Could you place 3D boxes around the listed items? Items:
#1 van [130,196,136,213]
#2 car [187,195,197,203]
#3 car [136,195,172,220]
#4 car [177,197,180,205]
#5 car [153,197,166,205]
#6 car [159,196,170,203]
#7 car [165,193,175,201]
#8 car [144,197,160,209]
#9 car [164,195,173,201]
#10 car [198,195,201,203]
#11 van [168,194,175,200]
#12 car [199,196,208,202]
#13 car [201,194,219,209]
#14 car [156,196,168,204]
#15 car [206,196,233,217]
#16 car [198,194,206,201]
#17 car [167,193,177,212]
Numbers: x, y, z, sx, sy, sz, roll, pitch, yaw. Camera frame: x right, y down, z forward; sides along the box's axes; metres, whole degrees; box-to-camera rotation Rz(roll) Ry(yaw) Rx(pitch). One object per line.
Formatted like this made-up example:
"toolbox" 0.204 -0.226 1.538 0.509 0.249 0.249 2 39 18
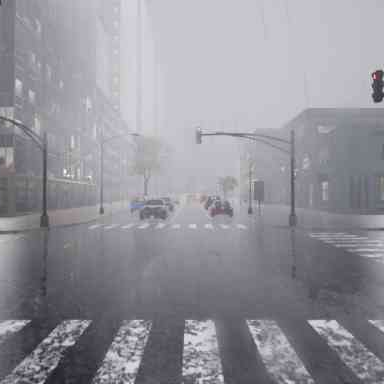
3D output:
"van" -5.707 1.345 36.673 1.690 1.788 3.998 1 0 0
"car" 0.037 1.357 69.622 2.097 1.767 4.553 0 0 0
"car" -3.125 1.356 28.161 2.097 1.767 4.553 0 0 0
"car" -3.110 1.498 57.665 2.128 1.511 4.902 0 0 0
"car" -5.732 1.587 59.369 1.802 1.307 4.206 1 0 0
"car" -5.742 1.571 70.717 1.947 1.339 4.313 1 0 0
"car" -5.753 1.321 87.739 2.192 1.841 5.009 1 0 0
"car" -5.720 1.530 47.851 1.752 1.417 4.829 1 0 0
"car" -5.752 1.556 82.065 2.008 1.369 4.403 1 0 0
"car" 2.648 1.320 65.089 2.192 1.841 5.009 1 0 0
"van" -5.758 1.347 93.413 1.690 1.788 3.998 1 0 0
"car" 2.633 1.571 76.437 1.947 1.339 4.313 1 0 0
"car" 2.669 1.320 42.393 2.192 1.841 5.009 1 0 0
"car" -5.737 1.571 65.043 1.947 1.339 4.313 1 0 0
"car" 2.677 1.444 31.045 1.967 1.590 4.097 1 0 0
"car" 2.624 1.446 87.785 1.967 1.590 4.097 1 0 0
"car" -3.133 1.356 38.035 2.097 1.767 4.553 0 0 0
